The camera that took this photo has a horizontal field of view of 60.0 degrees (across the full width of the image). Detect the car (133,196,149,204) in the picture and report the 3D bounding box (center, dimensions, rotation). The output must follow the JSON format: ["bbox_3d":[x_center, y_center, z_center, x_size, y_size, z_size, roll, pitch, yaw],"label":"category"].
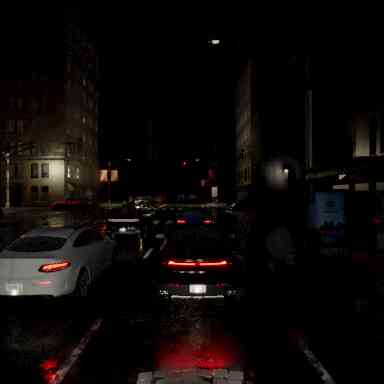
[{"bbox_3d":[-9.713,1.535,63.542,2.128,1.511,4.902,0,0,1],"label":"car"}]

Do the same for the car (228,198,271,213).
[{"bbox_3d":[6.251,1.430,36.699,4.553,1.767,2.097,0,-1,-4],"label":"car"}]

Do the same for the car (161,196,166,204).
[{"bbox_3d":[-6.478,1.569,61.979,1.812,1.442,4.674,0,0,1],"label":"car"}]

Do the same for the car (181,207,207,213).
[{"bbox_3d":[0.105,1.539,17.579,1.812,1.442,4.674,0,0,0],"label":"car"}]

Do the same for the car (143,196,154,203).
[{"bbox_3d":[-9.651,1.572,73.756,1.812,1.442,4.674,0,0,0],"label":"car"}]

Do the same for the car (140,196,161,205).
[{"bbox_3d":[-6.519,1.544,52.955,1.837,1.490,4.892,0,0,0],"label":"car"}]

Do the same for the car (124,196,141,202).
[{"bbox_3d":[-9.764,1.545,53.413,1.837,1.490,4.892,0,0,0],"label":"car"}]

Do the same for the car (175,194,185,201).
[{"bbox_3d":[-3.138,1.566,82.823,2.128,1.511,4.902,0,0,0],"label":"car"}]

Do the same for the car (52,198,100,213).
[{"bbox_3d":[-12.755,1.621,36.862,4.718,1.301,1.895,0,-1,0],"label":"car"}]

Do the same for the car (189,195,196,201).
[{"bbox_3d":[0.113,1.636,83.266,1.895,1.301,4.718,0,0,0],"label":"car"}]

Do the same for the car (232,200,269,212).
[{"bbox_3d":[7.026,1.690,40.170,4.181,1.385,1.994,0,-1,0],"label":"car"}]

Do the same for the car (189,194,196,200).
[{"bbox_3d":[0.126,1.416,93.238,2.033,1.411,5.357,0,0,0],"label":"car"}]

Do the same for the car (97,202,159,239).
[{"bbox_3d":[-3.129,1.505,17.478,2.128,1.511,4.902,0,0,0],"label":"car"}]

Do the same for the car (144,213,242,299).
[{"bbox_3d":[0.103,1.511,8.462,1.837,1.490,4.892,0,0,0],"label":"car"}]

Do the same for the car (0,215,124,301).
[{"bbox_3d":[-3.145,1.531,8.212,1.812,1.442,4.674,0,0,0],"label":"car"}]

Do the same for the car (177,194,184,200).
[{"bbox_3d":[-3.124,1.354,93.243,1.882,1.535,5.008,0,0,0],"label":"car"}]
